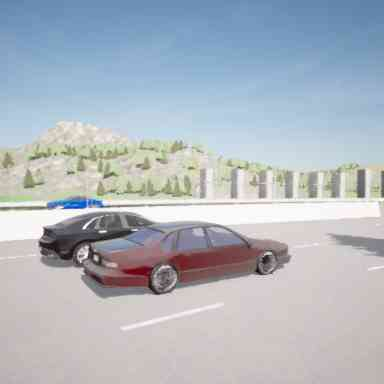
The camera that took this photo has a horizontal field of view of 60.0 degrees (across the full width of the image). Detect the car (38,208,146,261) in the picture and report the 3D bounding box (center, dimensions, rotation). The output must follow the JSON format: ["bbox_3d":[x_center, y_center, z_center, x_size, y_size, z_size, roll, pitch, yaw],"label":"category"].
[{"bbox_3d":[-2.259,1.362,10.745,4.892,1.490,1.837,0,0,-34],"label":"car"}]

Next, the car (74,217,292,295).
[{"bbox_3d":[0.076,1.450,8.422,5.357,1.411,2.033,0,1,-32],"label":"car"}]

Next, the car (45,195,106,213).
[{"bbox_3d":[-10.637,1.048,30.491,5.008,1.535,1.882,1,1,-32],"label":"car"}]
